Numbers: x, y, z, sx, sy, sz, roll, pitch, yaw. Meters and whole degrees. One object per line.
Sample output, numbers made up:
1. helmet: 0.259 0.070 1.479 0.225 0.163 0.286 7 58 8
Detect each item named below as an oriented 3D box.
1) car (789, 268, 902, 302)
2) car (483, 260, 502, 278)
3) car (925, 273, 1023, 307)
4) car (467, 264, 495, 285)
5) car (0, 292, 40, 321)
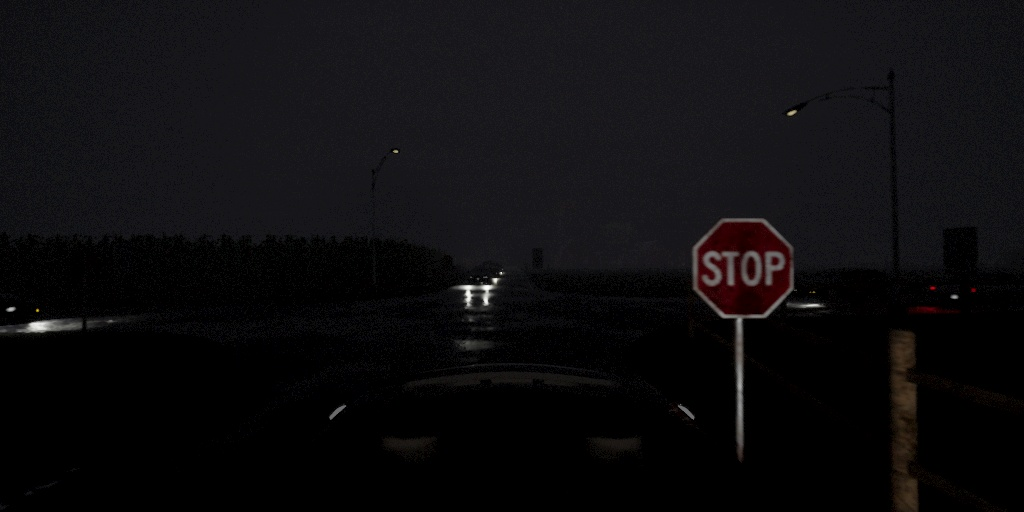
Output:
1. car: 16.003 1.347 17.374 4.892 1.490 1.837 0 -1 -5
2. car: -2.713 1.568 44.244 2.150 2.045 5.566 0 0 0
3. car: 20.303 1.369 14.812 4.718 1.301 1.895 0 -1 -4
4. car: -2.758 1.667 31.343 1.837 1.490 4.892 0 -1 0
5. car: -18.459 1.582 11.637 4.181 1.385 1.994 0 -1 -5
